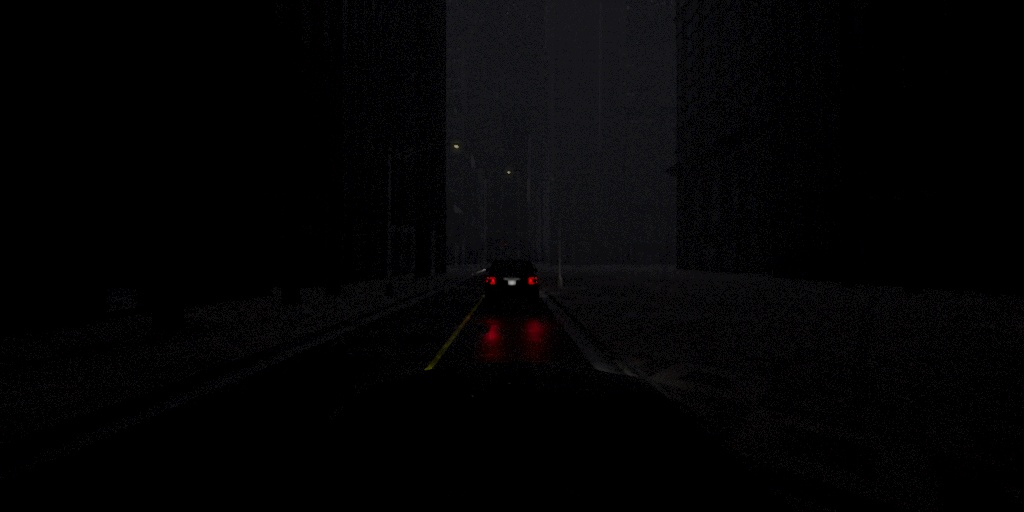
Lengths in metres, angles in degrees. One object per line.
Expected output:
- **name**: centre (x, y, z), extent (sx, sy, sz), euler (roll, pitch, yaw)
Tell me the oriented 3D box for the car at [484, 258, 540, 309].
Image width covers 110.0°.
- **car**: centre (-0.002, 1.099, 15.872), extent (2.150, 2.045, 5.566), euler (0, 0, 0)
